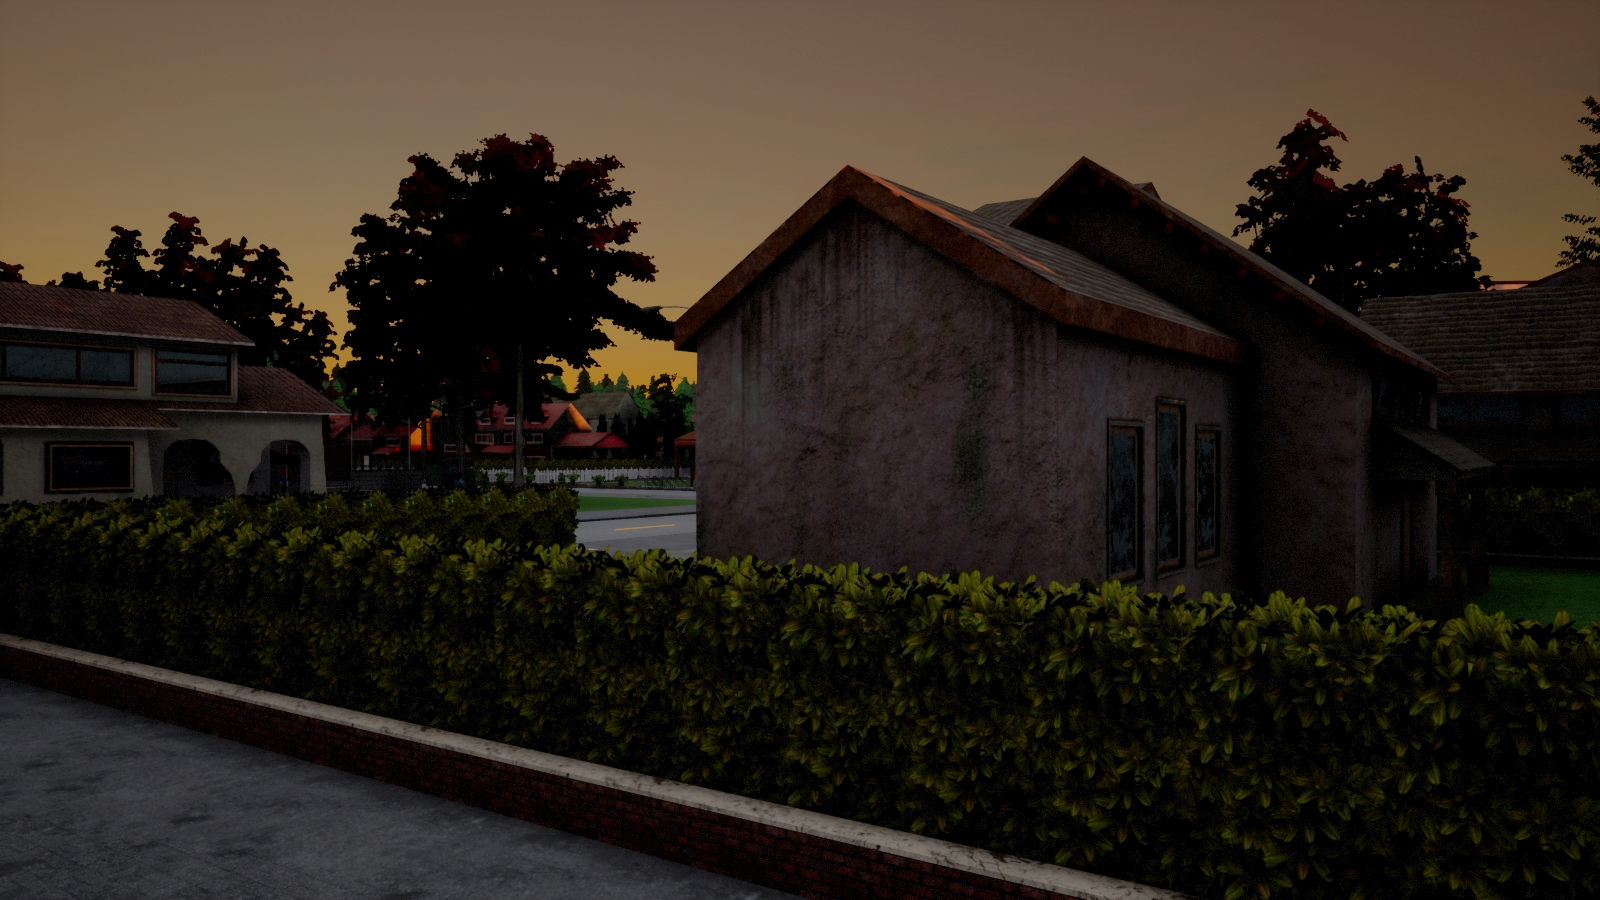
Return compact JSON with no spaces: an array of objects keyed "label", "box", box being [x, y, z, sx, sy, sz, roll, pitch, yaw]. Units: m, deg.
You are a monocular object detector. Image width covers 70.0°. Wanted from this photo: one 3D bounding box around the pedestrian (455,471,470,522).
[{"label":"pedestrian","box":[-12.646,1.733,42.801,0.375,1.860,0.375,0,0,37]}]
